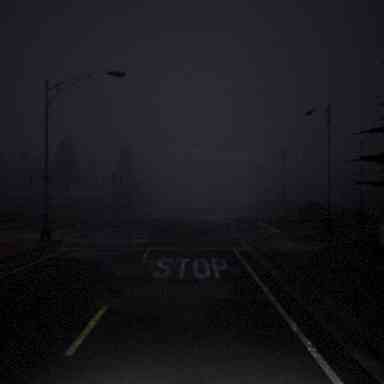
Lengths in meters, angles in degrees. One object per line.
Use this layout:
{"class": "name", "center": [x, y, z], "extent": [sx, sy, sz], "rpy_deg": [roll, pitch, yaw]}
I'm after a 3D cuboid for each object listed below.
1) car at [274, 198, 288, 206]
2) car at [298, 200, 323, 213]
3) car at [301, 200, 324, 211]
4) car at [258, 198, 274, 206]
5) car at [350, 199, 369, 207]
{"class": "car", "center": [17.339, 2.004, 65.737], "extent": [2.152, 1.636, 5.027], "rpy_deg": [0, -1, 0]}
{"class": "car", "center": [13.956, 1.781, 39.684], "extent": [1.845, 1.501, 3.633], "rpy_deg": [0, -1, 0]}
{"class": "car", "center": [17.009, 1.867, 47.074], "extent": [1.970, 1.475, 3.806], "rpy_deg": [0, -1, 0]}
{"class": "car", "center": [14.202, 2.013, 65.716], "extent": [2.007, 1.523, 4.514], "rpy_deg": [0, -1, 0]}
{"class": "car", "center": [29.109, 1.914, 57.948], "extent": [1.845, 1.501, 3.633], "rpy_deg": [0, -1, 0]}
